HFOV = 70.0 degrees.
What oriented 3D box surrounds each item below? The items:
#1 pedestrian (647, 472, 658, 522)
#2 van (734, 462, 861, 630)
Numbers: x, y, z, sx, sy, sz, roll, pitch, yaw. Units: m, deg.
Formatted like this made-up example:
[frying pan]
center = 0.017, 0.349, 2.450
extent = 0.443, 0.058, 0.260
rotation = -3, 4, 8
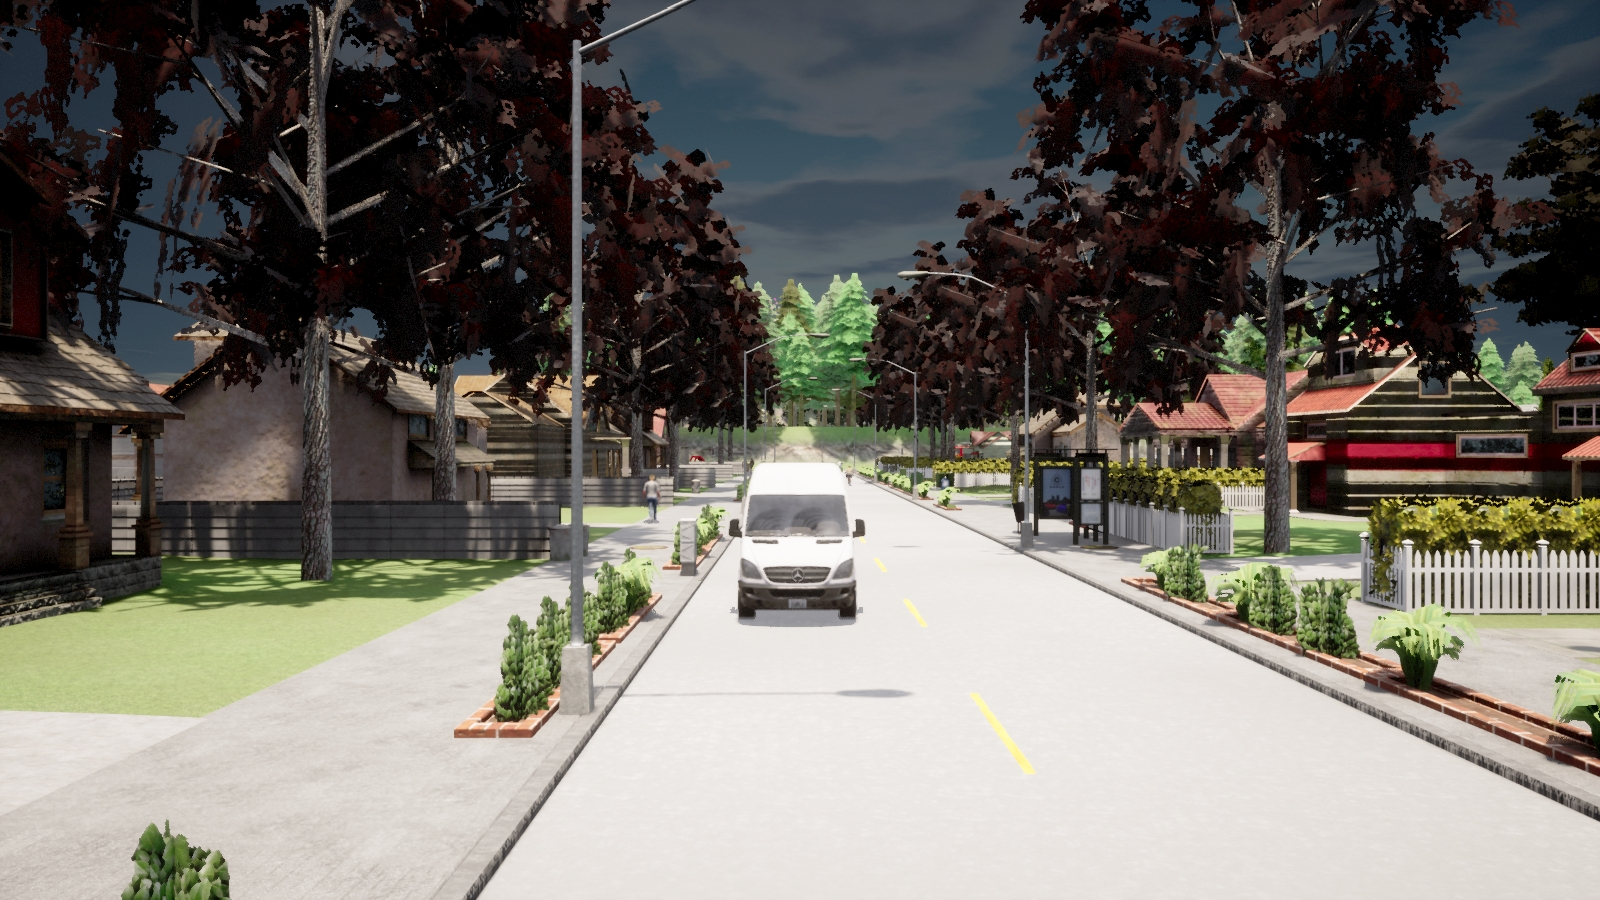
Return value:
[pedestrian]
center = -5.477, 1.743, 42.398
extent = 0.375, 1.860, 0.375
rotation = 0, 0, 2
[van]
center = -0.042, 1.534, 20.850
extent = 1.988, 2.561, 5.915
rotation = 0, 0, 0
